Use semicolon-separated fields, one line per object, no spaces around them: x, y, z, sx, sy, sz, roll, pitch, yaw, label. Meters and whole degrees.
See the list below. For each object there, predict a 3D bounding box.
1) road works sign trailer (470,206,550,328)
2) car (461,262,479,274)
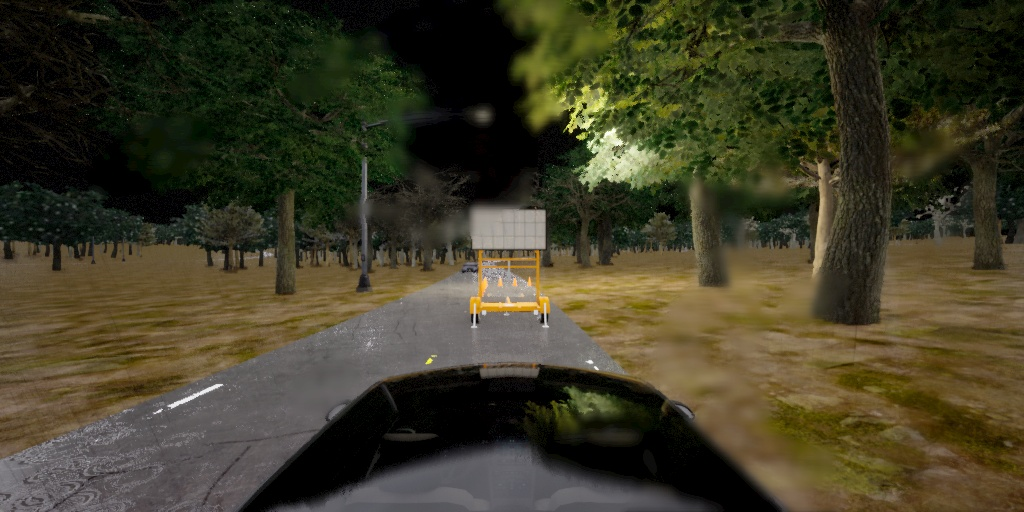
-0.098;0.224;11.455;2.380;3.560;2.880;0;0;-2;road works sign trailer
-4.912;1.405;42.434;1.994;1.385;4.181;0;0;-5;car
